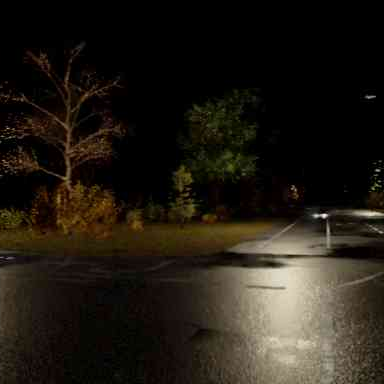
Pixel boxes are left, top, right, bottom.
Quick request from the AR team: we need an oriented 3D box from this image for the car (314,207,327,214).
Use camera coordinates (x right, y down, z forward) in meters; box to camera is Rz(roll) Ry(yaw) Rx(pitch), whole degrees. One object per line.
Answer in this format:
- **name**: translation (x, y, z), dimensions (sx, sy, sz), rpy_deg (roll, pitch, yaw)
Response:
- **car**: translation (24.901, 3.591, 64.482), dimensions (1.895, 1.301, 4.718), rpy_deg (-4, -3, 27)
